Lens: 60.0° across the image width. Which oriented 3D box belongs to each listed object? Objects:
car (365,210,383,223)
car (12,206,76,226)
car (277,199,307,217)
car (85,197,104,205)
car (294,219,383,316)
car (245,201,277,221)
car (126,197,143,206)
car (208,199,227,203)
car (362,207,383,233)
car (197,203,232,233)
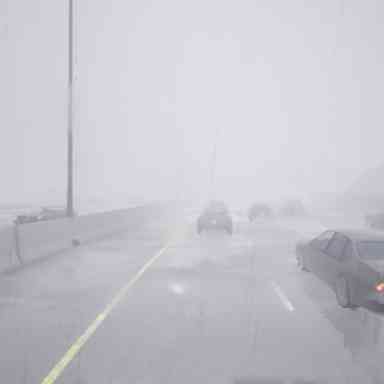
[{"bbox_3d":[7.601,1.528,10.222,2.128,1.511,4.902,0,0,4],"label":"car"},{"bbox_3d":[-9.268,1.565,21.277,1.895,1.301,4.718,0,0,5],"label":"car"},{"bbox_3d":[9.445,1.402,31.878,2.097,1.767,4.553,0,0,5],"label":"car"},{"bbox_3d":[-16.576,1.512,56.538,1.994,1.385,4.181,0,0,5],"label":"car"},{"bbox_3d":[3.890,1.567,7.762,2.033,1.411,5.357,0,0,4],"label":"car"},{"bbox_3d":[5.551,1.536,27.591,1.837,1.490,4.892,0,0,5],"label":"car"},{"bbox_3d":[-9.595,1.570,56.009,2.033,1.411,5.357,0,0,5],"label":"car"},{"bbox_3d":[2.956,1.527,37.947,1.837,1.490,4.892,0,0,5],"label":"car"},{"bbox_3d":[11.838,1.658,19.245,1.895,1.301,4.718,0,0,5],"label":"car"},{"bbox_3d":[1.351,1.575,19.679,1.994,1.385,4.181,0,0,5],"label":"car"}]
